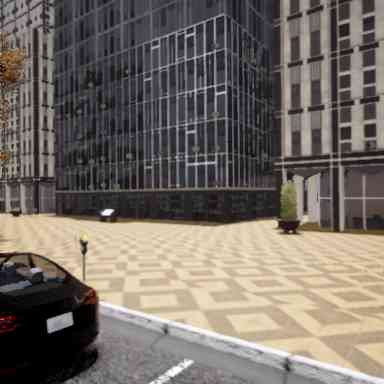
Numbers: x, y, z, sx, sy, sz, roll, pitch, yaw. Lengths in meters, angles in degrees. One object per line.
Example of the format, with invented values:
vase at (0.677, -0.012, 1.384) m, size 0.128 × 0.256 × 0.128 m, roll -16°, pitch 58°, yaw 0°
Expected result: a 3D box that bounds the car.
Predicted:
car at (-3.279, 1.628, 5.214) m, size 4.313 × 1.339 × 1.947 m, roll -1°, pitch -1°, yaw 35°
